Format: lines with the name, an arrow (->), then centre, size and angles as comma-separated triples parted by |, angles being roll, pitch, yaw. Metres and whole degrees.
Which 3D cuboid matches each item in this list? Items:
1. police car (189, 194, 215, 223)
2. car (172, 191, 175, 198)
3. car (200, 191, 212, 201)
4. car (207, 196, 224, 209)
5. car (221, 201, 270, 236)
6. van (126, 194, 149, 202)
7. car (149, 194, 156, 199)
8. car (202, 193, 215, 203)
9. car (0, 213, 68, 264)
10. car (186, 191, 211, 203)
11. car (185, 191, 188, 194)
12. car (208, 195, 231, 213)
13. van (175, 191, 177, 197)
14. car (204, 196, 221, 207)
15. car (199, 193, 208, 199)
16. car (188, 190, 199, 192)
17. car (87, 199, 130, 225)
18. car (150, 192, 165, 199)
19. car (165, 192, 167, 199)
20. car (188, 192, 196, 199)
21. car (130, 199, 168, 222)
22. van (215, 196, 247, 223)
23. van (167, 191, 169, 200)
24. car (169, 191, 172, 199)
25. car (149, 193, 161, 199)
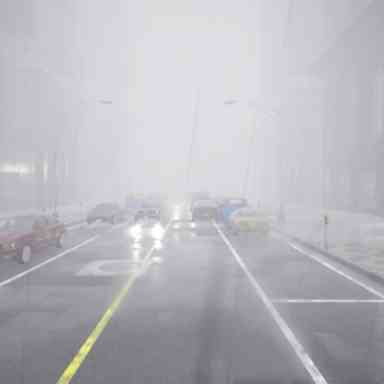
police car -> 0.905, 1.240, 24.085 | 1.930, 1.638, 5.238 | 0, 0, 0
car -> -5.749, 0.845, 79.015 | 1.967, 1.590, 4.097 | 0, 0, 0
car -> 2.774, 0.803, 67.748 | 2.192, 1.841, 5.009 | 0, 0, 0
car -> 2.768, 1.222, 39.739 | 1.752, 1.417, 4.829 | 0, 0, 0
car -> 2.764, 1.391, 17.194 | 1.752, 1.417, 4.829 | 0, 0, 0
van -> -5.759, 1.082, 33.921 | 1.690, 1.788, 3.998 | 0, 0, 0
car -> -5.756, 1.264, 39.560 | 1.947, 1.339, 4.313 | 0, 0, 0
car -> 2.772, 1.012, 56.476 | 1.967, 1.590, 4.097 | 0, 0, 0
car -> -5.762, 1.455, 11.377 | 1.887, 1.381, 4.507 | 0, 0, 0
car -> 0.779, 1.092, 33.924 | 2.097, 1.767, 4.553 | 0, 0, -1
car -> 0.012, 0.788, 57.267 | 2.150, 2.045, 5.566 | 0, 0, 0
car -> 2.767, 1.181, 33.932 | 1.967, 1.590, 4.097 | 0, 0, 0
van -> -5.747, 0.662, 90.287 | 1.690, 1.788, 3.998 | 0, 0, 0
car -> 2.770, 1.207, 45.205 | 2.008, 1.369, 4.403 | 0, 0, 0
car -> 2.777, 0.970, 79.023 | 1.947, 1.339, 4.313 | 0, 0, 0
car -> 0.867, 0.918, 40.004 | 2.150, 2.045, 5.566 | 0, 0, 0
car -> -5.760, 1.391, 22.650 | 1.947, 1.339, 4.313 | 0, 0, 0
car -> -5.755, 0.929, 50.831 | 2.192, 1.841, 5.009 | 0, 0, 0
car -> -5.753, 1.117, 56.469 | 1.887, 1.381, 4.507 | 0, 0, 0
car -> 0.016, 0.830, 74.705 | 1.837, 1.490, 4.892 | 0, 0, 0
car -> -3.095, 1.410, 24.779 | 1.895, 1.301, 4.718 | 0, 0, 0
van -> 2.764, 1.166, 22.659 | 1.690, 1.788, 3.998 | 0, 0, 0
van -> -5.752, 0.871, 62.104 | 1.690, 1.788, 3.998 | 0, 0, 0
car -> -5.751, 0.929, 67.742 | 1.967, 1.590, 4.097 | 0, 0, 0
car -> -5.755, 1.222, 45.196 | 1.947, 1.339, 4.313 | 0, 0, 0
